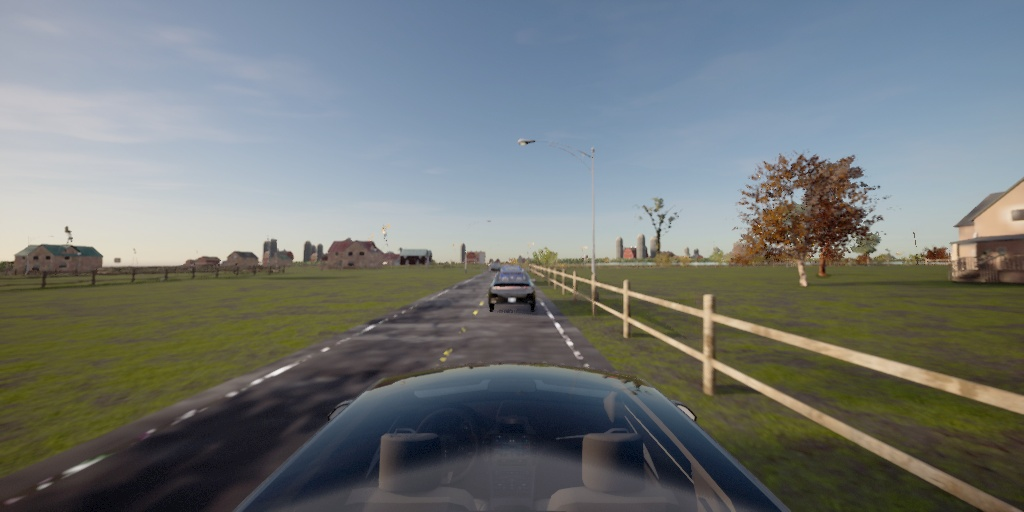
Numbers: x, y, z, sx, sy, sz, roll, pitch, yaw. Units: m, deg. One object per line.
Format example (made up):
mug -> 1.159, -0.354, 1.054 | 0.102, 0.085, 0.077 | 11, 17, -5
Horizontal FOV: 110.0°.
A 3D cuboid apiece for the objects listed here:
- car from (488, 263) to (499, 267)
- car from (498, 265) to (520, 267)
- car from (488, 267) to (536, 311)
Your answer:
car -> -2.779, 1.899, 58.412 | 1.837, 1.490, 4.892 | 0, -1, 0
car -> 0.021, 1.553, 31.087 | 1.882, 1.535, 5.008 | 0, 0, 0
car -> 0.015, 1.392, 15.348 | 2.128, 1.511, 4.902 | 0, 0, 0
